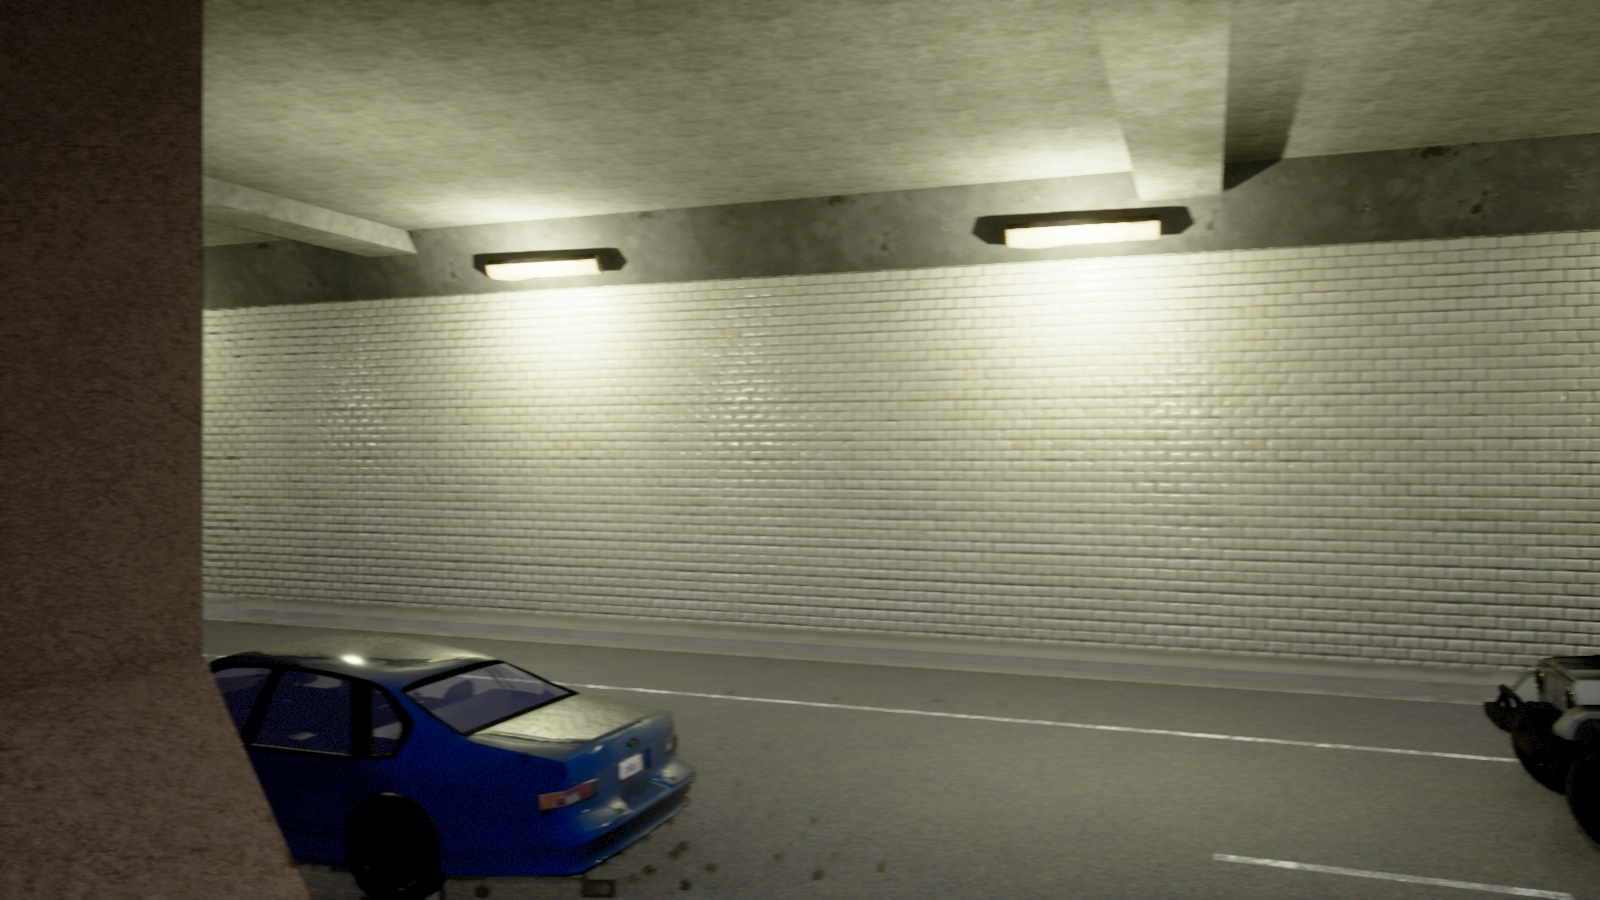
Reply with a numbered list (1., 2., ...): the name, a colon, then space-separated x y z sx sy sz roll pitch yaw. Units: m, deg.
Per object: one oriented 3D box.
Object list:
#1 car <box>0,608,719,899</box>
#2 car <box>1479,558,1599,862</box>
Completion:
1. car: -3.455 2.106 8.279 5.357 1.411 2.033 0 0 20
2. car: 7.236 1.857 8.115 3.866 1.878 1.905 0 0 20
